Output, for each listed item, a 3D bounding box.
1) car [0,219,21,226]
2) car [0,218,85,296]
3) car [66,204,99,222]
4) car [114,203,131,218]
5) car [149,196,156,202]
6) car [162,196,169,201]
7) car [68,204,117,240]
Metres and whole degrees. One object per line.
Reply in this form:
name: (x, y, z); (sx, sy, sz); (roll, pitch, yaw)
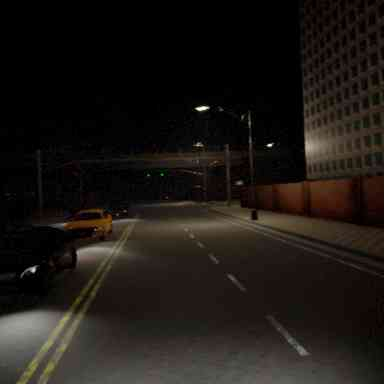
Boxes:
car: (-8.676, 1.944, 14.896); (2.033, 1.411, 5.357); (-3, 0, -7)
car: (-4.450, 1.728, 9.188); (1.812, 1.442, 4.674); (-3, 0, -7)
car: (-10.774, 2.034, 33.137); (2.033, 1.411, 5.357); (-3, 0, -7)
car: (-7.307, 1.854, 33.583); (1.812, 1.442, 4.674); (-3, 0, -7)
car: (-10.808, 1.916, 91.911); (2.128, 1.511, 4.902); (-3, 0, -7)
car: (-7.337, 1.754, 92.330); (2.128, 1.511, 4.902); (-3, 0, -7)
car: (-5.573, 1.728, 18.423); (1.882, 1.535, 5.008); (-3, 0, -7)
